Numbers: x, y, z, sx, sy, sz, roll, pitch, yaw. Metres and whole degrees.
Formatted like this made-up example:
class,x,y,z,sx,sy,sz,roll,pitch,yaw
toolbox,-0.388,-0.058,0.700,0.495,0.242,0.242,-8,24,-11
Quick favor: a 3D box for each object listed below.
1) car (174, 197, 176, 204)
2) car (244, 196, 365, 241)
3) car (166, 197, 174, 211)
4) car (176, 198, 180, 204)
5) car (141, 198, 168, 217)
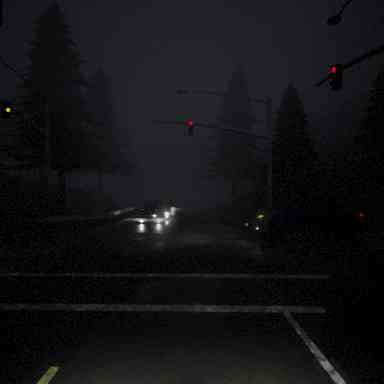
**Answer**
class,x,y,z,sx,sy,sz,roll,pitch,yaw
car,-3.849,1.600,50.700,1.895,1.301,4.718,0,0,-7
car,5.387,1.207,16.127,5.566,2.045,2.150,0,0,-4
car,-3.624,1.601,40.530,1.895,1.301,4.718,0,0,0
car,-4.055,1.564,61.744,1.994,1.385,4.181,0,0,-39
car,-3.619,1.505,31.239,1.837,1.490,4.892,0,0,0
